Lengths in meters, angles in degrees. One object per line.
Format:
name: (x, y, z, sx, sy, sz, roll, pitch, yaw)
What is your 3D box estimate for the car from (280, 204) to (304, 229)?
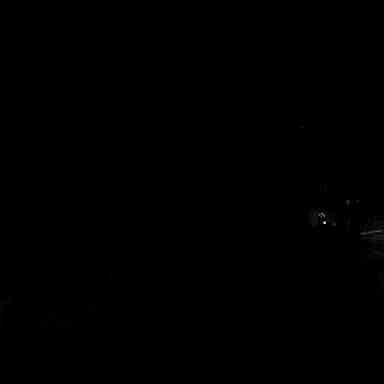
car: (4.571, 1.664, 21.048, 1.802, 1.307, 4.206, -2, 0, -36)

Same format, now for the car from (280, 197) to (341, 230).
car: (7.297, 1.385, 21.795, 2.097, 1.767, 4.553, -1, 0, -35)
